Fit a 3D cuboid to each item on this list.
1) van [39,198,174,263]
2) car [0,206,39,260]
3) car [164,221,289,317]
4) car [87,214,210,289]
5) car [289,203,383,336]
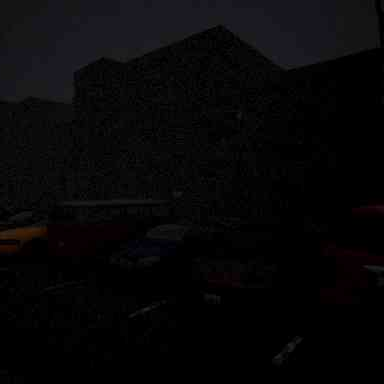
[{"bbox_3d":[-2.396,1.226,11.145,1.878,1.987,4.442,0,0,37],"label":"van"},{"bbox_3d":[-4.748,1.434,12.572,1.946,1.575,5.366,0,0,38],"label":"car"},{"bbox_3d":[1.789,1.504,7.845,2.163,1.488,4.792,0,0,37],"label":"car"},{"bbox_3d":[-0.301,1.504,9.419,2.002,1.452,4.674,0,0,37],"label":"car"},{"bbox_3d":[4.036,1.231,6.298,2.435,2.045,5.566,0,0,36],"label":"car"}]
